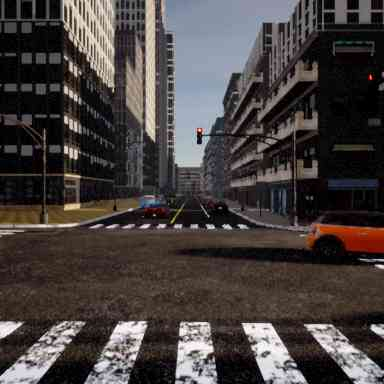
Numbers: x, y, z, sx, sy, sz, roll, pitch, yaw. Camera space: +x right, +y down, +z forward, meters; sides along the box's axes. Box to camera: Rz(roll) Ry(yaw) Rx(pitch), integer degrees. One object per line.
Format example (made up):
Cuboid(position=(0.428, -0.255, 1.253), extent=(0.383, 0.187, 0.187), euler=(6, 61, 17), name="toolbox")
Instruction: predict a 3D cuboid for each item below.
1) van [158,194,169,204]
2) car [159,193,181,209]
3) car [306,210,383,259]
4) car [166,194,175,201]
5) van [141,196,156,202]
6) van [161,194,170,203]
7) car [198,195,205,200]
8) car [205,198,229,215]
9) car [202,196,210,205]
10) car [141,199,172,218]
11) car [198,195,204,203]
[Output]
Cuboid(position=(-5.673, 1.353, 66.367), extent=(1.690, 1.788, 3.998), euler=(0, 0, 0), name="van")
Cuboid(position=(-3.089, 1.227, 46.121), extent=(2.150, 2.045, 5.566), euler=(0, 0, 0), name="car")
Cuboid(position=(6.626, 1.508, 12.237), extent=(4.553, 1.767, 2.097), euler=(1, 0, 15), name="car")
Cuboid(position=(-5.665, 1.336, 88.986), extent=(2.192, 1.841, 5.009), euler=(0, 0, 0), name="car")
Cuboid(position=(-5.680, 1.346, 43.751), extent=(1.690, 1.788, 3.998), euler=(0, 0, 0), name="van")
Cuboid(position=(-5.671, 1.355, 72.022), extent=(1.690, 1.788, 3.998), euler=(0, 0, 0), name="van")
Cuboid(position=(2.717, 1.590, 94.637), extent=(1.947, 1.339, 4.313), euler=(0, 0, 0), name="car")
Cuboid(position=(2.699, 1.568, 33.782), extent=(1.947, 1.339, 4.313), euler=(0, 0, 0), name="car")
Cuboid(position=(2.701, 1.549, 43.749), extent=(1.887, 1.381, 4.507), euler=(0, 0, 0), name="car")
Cuboid(position=(-3.093, 1.603, 29.586), extent=(1.895, 1.301, 4.718), euler=(0, 0, 0), name="car")
Cuboid(position=(2.707, 1.560, 60.712), extent=(2.008, 1.369, 4.403), euler=(0, 0, 0), name="car")
